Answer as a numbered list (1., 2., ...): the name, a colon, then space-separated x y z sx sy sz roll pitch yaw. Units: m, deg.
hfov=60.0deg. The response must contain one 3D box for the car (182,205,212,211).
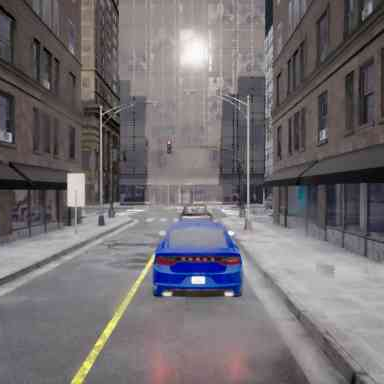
1. car: 0.181 1.480 19.057 2.128 1.511 4.902 0 0 -1

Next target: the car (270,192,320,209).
1. car: 12.780 1.057 41.670 5.566 2.045 2.150 0 0 0

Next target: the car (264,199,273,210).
1. car: 10.714 1.221 38.423 4.553 1.767 2.097 0 0 0

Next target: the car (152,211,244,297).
1. car: 0.125 1.473 8.611 1.882 1.535 5.008 0 0 0
